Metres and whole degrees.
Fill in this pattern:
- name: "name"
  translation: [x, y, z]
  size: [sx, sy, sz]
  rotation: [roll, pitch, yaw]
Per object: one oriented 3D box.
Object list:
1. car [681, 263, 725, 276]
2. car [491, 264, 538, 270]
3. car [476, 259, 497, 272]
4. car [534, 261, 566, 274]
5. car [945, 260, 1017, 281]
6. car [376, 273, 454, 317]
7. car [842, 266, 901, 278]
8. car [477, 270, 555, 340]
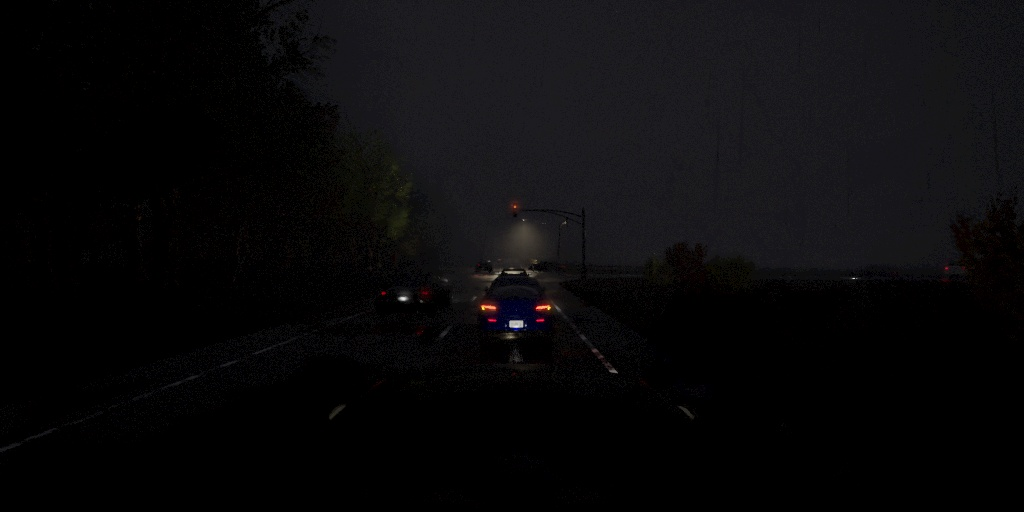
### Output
- name: "car"
  translation: [21.619, 1.548, 40.908]
  size: [4.892, 1.490, 1.837]
  rotation: [1, -1, 0]
- name: "car"
  translation: [0.099, 1.318, 18.661]
  size: [1.994, 1.385, 4.181]
  rotation: [0, 0, 0]
- name: "car"
  translation: [-3.401, 1.248, 44.618]
  size: [2.128, 1.511, 4.902]
  rotation: [0, 0, 0]
- name: "car"
  translation: [4.355, 1.365, 44.516]
  size: [4.892, 1.490, 1.837]
  rotation: [3, 3, 37]
- name: "car"
  translation: [48.549, 1.498, 37.192]
  size: [5.566, 2.045, 2.150]
  rotation: [1, -1, 0]
- name: "car"
  translation: [-3.401, 1.316, 13.226]
  size: [1.994, 1.385, 4.181]
  rotation: [0, 0, 0]
- name: "car"
  translation: [40.887, 1.801, 40.810]
  size: [5.357, 1.411, 2.033]
  rotation: [1, -1, 0]
- name: "car"
  translation: [0.100, 1.278, 9.906]
  size: [1.812, 1.442, 4.674]
  rotation: [0, 0, 0]
